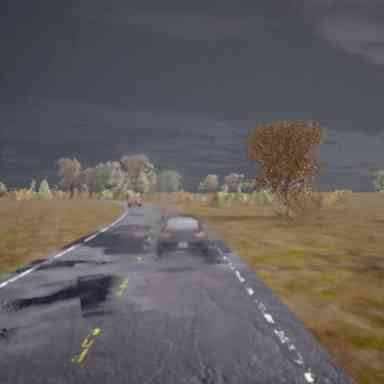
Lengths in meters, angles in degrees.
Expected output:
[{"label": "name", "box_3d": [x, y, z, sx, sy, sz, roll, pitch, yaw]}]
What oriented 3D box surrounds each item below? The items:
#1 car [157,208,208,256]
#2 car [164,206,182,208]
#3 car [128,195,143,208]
[{"label": "car", "box_3d": [-0.411, 1.600, 13.349, 1.812, 1.442, 4.674, 0, 0, -3]}, {"label": "car", "box_3d": [-1.559, 1.754, 27.065, 1.895, 1.301, 4.718, 0, 0, -6]}, {"label": "car", "box_3d": [-9.703, 1.567, 56.765, 2.150, 2.045, 5.566, 0, 0, -12]}]
